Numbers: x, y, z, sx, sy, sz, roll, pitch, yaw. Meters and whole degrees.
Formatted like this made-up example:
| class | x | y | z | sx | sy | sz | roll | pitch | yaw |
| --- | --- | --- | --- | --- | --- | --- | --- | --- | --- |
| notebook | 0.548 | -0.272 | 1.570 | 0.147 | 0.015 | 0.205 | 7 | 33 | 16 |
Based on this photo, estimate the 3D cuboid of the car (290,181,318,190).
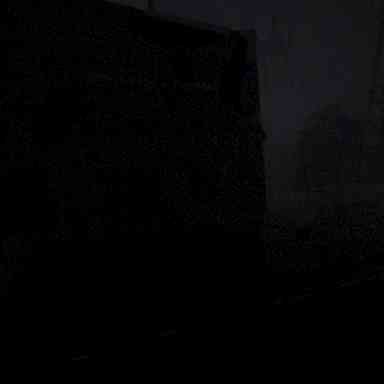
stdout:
| class | x | y | z | sx | sy | sz | roll | pitch | yaw |
| --- | --- | --- | --- | --- | --- | --- | --- | --- | --- |
| car | 17.693 | -1.071 | 52.828 | 1.994 | 1.385 | 4.181 | -7 | 0 | -38 |
